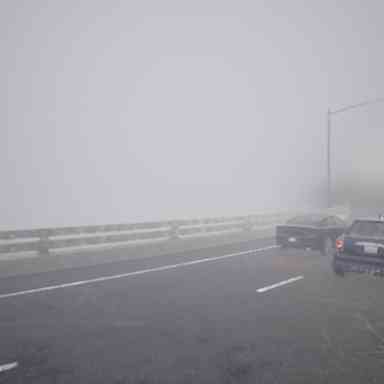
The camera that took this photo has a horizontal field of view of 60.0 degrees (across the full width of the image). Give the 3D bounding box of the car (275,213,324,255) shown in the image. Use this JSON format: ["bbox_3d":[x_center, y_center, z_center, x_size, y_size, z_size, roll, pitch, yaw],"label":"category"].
[{"bbox_3d":[5.469,1.660,14.281,1.882,1.535,5.008,0,-1,43],"label":"car"}]

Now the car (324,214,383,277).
[{"bbox_3d":[5.996,1.486,9.829,4.553,1.767,2.097,1,-1,-45],"label":"car"}]
